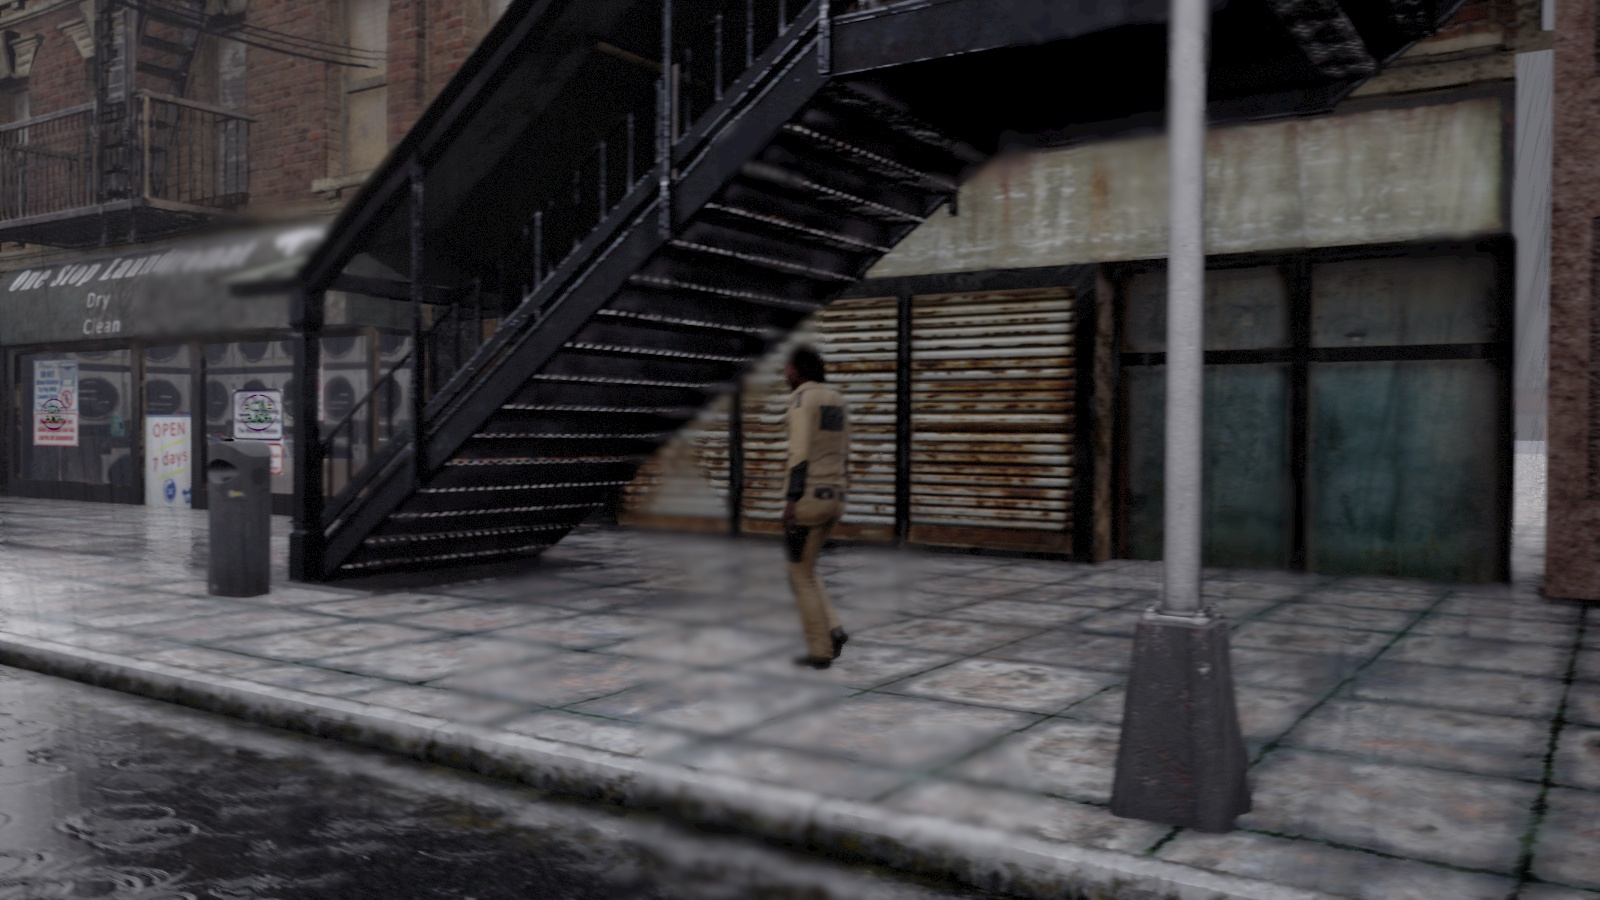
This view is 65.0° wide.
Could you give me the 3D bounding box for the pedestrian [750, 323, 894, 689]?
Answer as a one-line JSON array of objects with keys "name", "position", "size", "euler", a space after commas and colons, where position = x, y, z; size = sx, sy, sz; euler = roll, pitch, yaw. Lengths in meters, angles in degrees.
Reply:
[{"name": "pedestrian", "position": [0.120, 0.292, 6.986], "size": [0.692, 1.930, 0.396], "euler": [0, 1, 42]}]
